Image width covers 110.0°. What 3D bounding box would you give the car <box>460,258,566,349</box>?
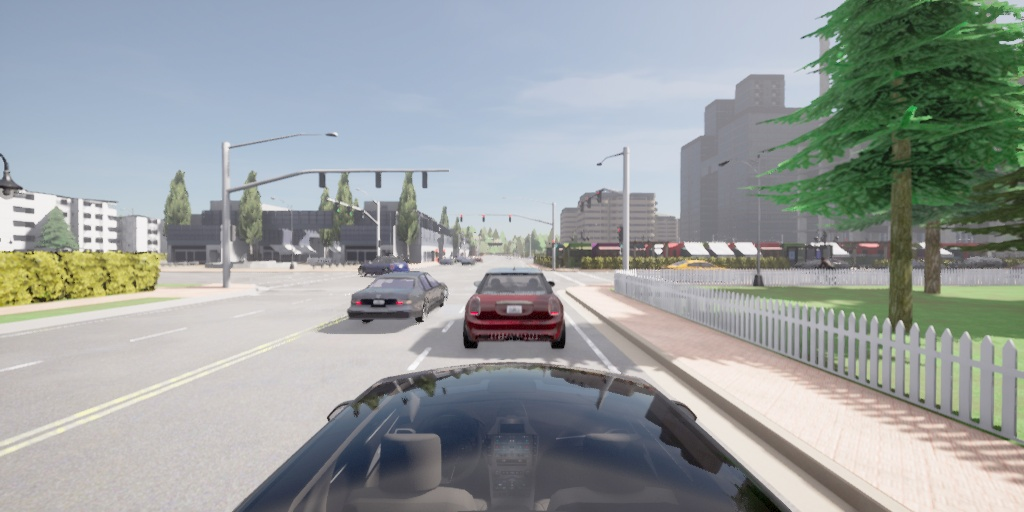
[{"bbox_3d":[0.063,1.046,9.136,2.097,1.767,4.553,0,0,0],"label":"car"}]

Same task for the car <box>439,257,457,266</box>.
[{"bbox_3d":[-10.571,0.888,58.214,1.994,1.385,4.181,0,0,0],"label":"car"}]

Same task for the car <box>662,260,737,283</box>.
[{"bbox_3d":[13.146,1.050,25.247,5.008,1.535,1.882,0,0,-1],"label":"car"}]

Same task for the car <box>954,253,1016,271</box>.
[{"bbox_3d":[47.615,0.728,36.612,4.674,1.442,1.812,0,0,-1],"label":"car"}]

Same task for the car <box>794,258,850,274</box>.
[{"bbox_3d":[31.306,0.994,36.293,4.892,1.490,1.837,0,0,-1],"label":"car"}]

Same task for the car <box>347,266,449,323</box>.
[{"bbox_3d":[-3.423,1.222,11.759,2.033,1.411,5.357,0,0,0],"label":"car"}]

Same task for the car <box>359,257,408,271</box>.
[{"bbox_3d":[-10.900,0.886,30.355,4.553,1.767,2.097,0,1,32],"label":"car"}]

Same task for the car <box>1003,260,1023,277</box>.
[{"bbox_3d":[43.877,1.104,29.446,4.181,1.385,1.994,0,0,-3],"label":"car"}]

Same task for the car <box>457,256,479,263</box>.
[{"bbox_3d":[-7.069,0.873,57.987,2.033,1.411,5.357,0,0,1],"label":"car"}]

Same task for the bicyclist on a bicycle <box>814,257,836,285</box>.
[{"bbox_3d":[18.790,0.903,21.492,0.582,1.620,1.656,0,0,-1],"label":"bicyclist on a bicycle"}]

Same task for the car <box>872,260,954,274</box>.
[{"bbox_3d":[36.442,1.062,32.914,5.357,1.411,2.033,0,0,-1],"label":"car"}]
